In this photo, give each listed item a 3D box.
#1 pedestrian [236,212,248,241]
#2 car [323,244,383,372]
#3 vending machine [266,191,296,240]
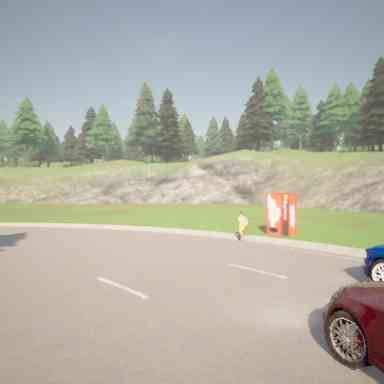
[{"bbox_3d":[2.122,1.412,14.046,0.375,1.300,0.375,0,1,41],"label":"pedestrian"},{"bbox_3d":[3.185,1.486,2.907,1.812,1.442,4.674,0,0,-14],"label":"car"},{"bbox_3d":[4.049,1.018,15.089,0.880,2.100,1.100,0,1,43],"label":"vending machine"}]
